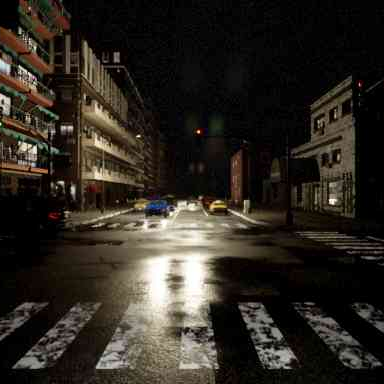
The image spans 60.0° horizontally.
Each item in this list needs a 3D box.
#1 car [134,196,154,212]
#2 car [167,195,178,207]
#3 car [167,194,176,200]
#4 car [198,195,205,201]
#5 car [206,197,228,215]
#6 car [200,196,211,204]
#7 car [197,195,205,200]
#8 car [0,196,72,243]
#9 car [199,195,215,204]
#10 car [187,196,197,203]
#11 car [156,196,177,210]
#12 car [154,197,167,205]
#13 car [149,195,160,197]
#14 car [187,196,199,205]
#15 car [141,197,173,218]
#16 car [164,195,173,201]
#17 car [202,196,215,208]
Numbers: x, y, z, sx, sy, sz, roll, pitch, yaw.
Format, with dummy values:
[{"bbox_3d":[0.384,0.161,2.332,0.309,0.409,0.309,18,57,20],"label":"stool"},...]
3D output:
[{"bbox_3d":[-5.728,1.549,39.161,1.752,1.417,4.829,0,0,0],"label":"car"},{"bbox_3d":[-3.126,1.541,50.008,1.837,1.490,4.892,0,0,0],"label":"car"},{"bbox_3d":[-5.785,1.434,94.725,2.192,1.841,5.009,0,0,0],"label":"car"},{"bbox_3d":[2.600,1.632,89.364,1.752,1.417,4.829,0,0,0],"label":"car"},{"bbox_3d":[2.658,1.544,33.972,1.752,1.417,4.829,0,0,0],"label":"car"},{"bbox_3d":[2.624,1.613,67.037,2.008,1.369,4.403,0,0,0],"label":"car"},{"bbox_3d":[2.594,1.670,94.733,2.008,1.369,4.403,0,0,0],"label":"car"},{"bbox_3d":[-8.557,1.212,15.627,5.566,2.045,2.150,0,0,0],"label":"car"},{"bbox_3d":[2.642,1.351,50.420,2.192,1.841,5.009,0,0,0],"label":"car"},{"bbox_3d":[-0.026,1.613,70.617,2.033,1.411,5.357,0,0,0],"label":"car"},{"bbox_3d":[-3.123,1.550,39.940,1.812,1.442,4.674,0,0,0],"label":"car"},{"bbox_3d":[-5.751,1.603,61.488,2.008,1.369,4.403,0,0,0],"label":"car"},{"bbox_3d":[-5.739,1.351,50.410,2.192,1.841,5.009,0,0,0],"label":"car"},{"bbox_3d":[0.036,1.652,60.408,1.895,1.301,4.718,0,0,0],"label":"car"},{"bbox_3d":[-3.131,1.494,30.662,1.882,1.535,5.008,0,0,0],"label":"car"},{"bbox_3d":[-5.774,1.534,83.645,1.967,1.590,4.097,0,0,0],"label":"car"},{"bbox_3d":[2.647,1.612,44.880,1.802,1.307,4.206,0,0,0],"label":"car"}]
